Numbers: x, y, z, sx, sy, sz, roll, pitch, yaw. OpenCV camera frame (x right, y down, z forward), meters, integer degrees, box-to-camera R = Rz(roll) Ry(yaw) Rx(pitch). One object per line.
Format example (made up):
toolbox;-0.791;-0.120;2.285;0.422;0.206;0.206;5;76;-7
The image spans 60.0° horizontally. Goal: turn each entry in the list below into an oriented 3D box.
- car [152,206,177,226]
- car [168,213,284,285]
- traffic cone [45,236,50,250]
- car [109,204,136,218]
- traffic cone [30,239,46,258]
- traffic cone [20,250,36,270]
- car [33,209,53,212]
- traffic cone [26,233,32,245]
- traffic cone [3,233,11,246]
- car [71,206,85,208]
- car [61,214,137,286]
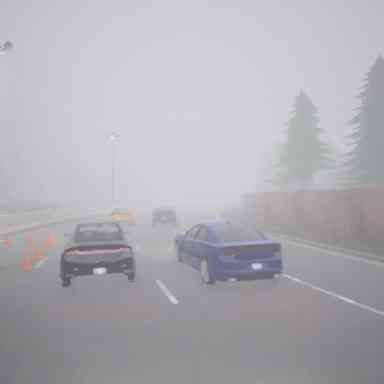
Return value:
car;-2.266;1.880;27.368;1.882;1.535;5.008;-1;-1;-5
car;0.814;1.607;10.079;1.882;1.535;5.008;-1;-1;-16
traffic cone;-6.394;2.234;14.566;0.340;0.580;0.340;0;-1;-16
car;-5.821;1.933;28.111;1.882;1.535;5.008;-1;-1;-5
traffic cone;-5.856;2.201;12.640;0.340;0.580;0.340;0;-1;-16
traffic cone;-5.319;2.168;10.714;0.340;0.580;0.340;0;-1;-16
car;-22.509;2.510;50.401;2.033;1.411;5.357;-1;-1;8
traffic cone;-7.894;2.275;16.223;0.340;0.580;0.340;0;-1;-16
traffic cone;-8.857;2.283;15.954;0.340;0.580;0.340;0;-1;-16
car;-18.134;2.496;54.873;1.812;1.442;4.674;-1;-1;11
car;-2.809;1.665;10.079;2.128;1.511;4.902;-1;-1;-16
